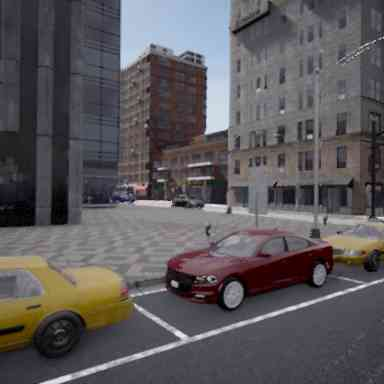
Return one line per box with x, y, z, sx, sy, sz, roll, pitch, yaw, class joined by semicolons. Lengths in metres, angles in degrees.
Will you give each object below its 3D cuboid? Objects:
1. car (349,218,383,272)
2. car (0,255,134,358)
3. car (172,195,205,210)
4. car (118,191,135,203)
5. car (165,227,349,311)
5.941;1.575;10.995;4.829;1.417;1.752;0;0;-36;car
-3.216;1.524;4.461;4.829;1.417;1.752;0;0;-36;car
-0.442;1.152;39.672;2.097;1.767;4.553;1;0;-35;car
-11.493;0.922;55.512;2.150;2.045;5.566;1;0;-35;car
1.501;1.570;7.827;4.507;1.381;1.887;0;0;-36;car
